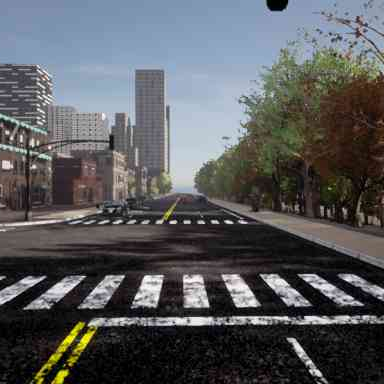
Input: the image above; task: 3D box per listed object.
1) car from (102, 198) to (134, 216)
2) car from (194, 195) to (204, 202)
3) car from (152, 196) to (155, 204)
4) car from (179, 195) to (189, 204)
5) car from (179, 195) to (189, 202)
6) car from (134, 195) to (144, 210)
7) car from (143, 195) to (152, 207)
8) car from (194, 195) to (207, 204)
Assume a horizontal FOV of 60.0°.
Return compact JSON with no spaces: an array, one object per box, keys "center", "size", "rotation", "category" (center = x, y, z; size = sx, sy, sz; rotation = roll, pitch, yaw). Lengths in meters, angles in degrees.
[{"center":[-7.375,1.478,32.464],"size":[2.128,1.511,4.902],"rotation":[0,0,-1],"category":"car"},{"center":[1.490,1.463,73.008],"size":[1.837,1.490,4.892],"rotation":[0,0,-1],"category":"car"},{"center":[-8.041,1.461,61.980],"size":[2.128,1.511,4.902],"rotation":[0,0,-1],"category":"car"},{"center":[-1.516,1.533,62.749],"size":[1.994,1.385,4.181],"rotation":[0,0,-1],"category":"car"},{"center":[-1.758,1.335,72.749],"size":[2.033,1.411,5.357],"rotation":[0,0,-1],"category":"car"},{"center":[-7.600,1.486,42.022],"size":[1.837,1.490,4.892],"rotation":[0,0,-1],"category":"car"},{"center":[-7.834,1.328,51.717],"size":[2.097,1.767,4.553],"rotation":[0,0,-1],"category":"car"},{"center":[1.835,1.447,62.905],"size":[1.882,1.535,5.008],"rotation":[0,0,-1],"category":"car"}]
